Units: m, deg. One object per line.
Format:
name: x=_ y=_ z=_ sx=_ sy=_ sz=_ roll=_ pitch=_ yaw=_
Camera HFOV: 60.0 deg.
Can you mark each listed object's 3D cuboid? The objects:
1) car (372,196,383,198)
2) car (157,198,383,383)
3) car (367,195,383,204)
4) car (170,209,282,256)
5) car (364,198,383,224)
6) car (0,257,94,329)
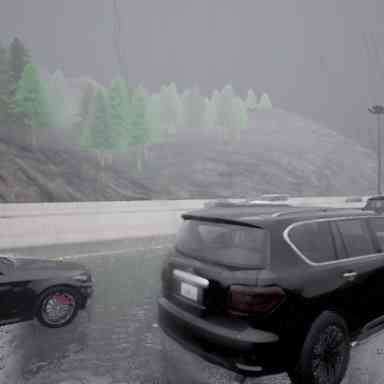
car: x=10.618 y=1.239 z=16.855 sx=5.566 sy=2.045 sz=2.150 roll=0 pitch=0 yaw=-40
car: x=2.109 y=1.230 z=5.434 sx=5.566 sy=2.045 sz=2.150 roll=0 pitch=0 yaw=-37
car: x=37.994 y=1.429 z=68.465 sx=4.553 sy=1.767 sz=2.097 roll=0 pitch=0 yaw=-41
car: x=1.538 y=1.549 z=13.880 sx=4.674 sy=1.442 sz=1.812 roll=0 pitch=0 yaw=-38
car: x=15.169 y=1.379 z=25.398 sx=4.553 sy=1.767 sz=2.097 roll=0 pitch=0 yaw=-41
car: x=-3.978 y=1.541 z=5.308 sx=4.674 sy=1.442 sz=1.812 roll=0 pitch=0 yaw=-36
